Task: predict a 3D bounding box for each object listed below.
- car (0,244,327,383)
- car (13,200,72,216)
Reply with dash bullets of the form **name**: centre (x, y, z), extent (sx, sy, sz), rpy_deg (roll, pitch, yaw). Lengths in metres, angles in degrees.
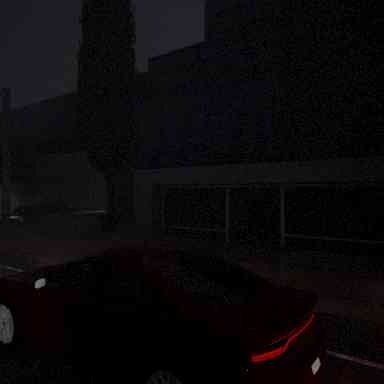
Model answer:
- **car**: centre (-0.846, 1.478, 4.589), extent (5.008, 1.535, 1.882), rpy_deg (0, 0, 35)
- **car**: centre (-14.686, 1.547, 32.988), extent (2.033, 1.411, 5.357), rpy_deg (0, 0, 36)
